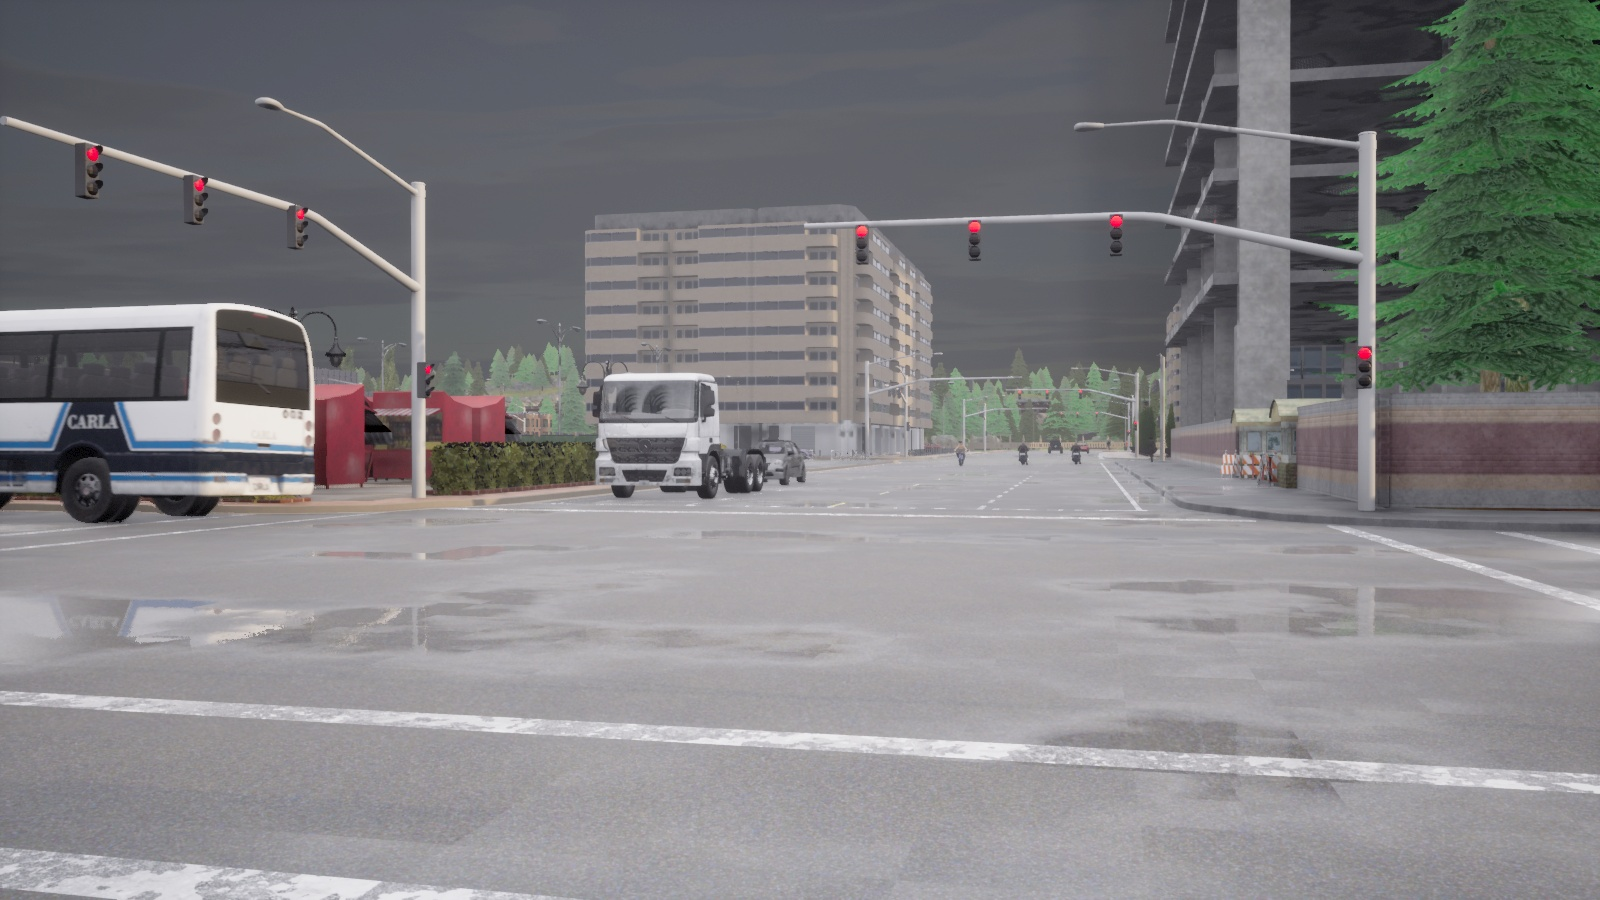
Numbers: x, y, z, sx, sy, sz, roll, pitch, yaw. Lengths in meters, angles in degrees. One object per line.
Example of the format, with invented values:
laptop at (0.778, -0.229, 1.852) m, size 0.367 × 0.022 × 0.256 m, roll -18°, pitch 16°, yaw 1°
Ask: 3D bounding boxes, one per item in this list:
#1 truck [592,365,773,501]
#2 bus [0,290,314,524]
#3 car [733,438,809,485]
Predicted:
truck at (-3.137, -0.441, 36.212) m, size 2.891 × 3.462 × 7.936 m, roll 0°, pitch 0°, yaw 13°
bus at (-15.834, -0.736, 26.085) m, size 10.273 × 4.253 × 3.944 m, roll 0°, pitch -2°, yaw 15°
car at (-0.996, 0.386, 45.672) m, size 1.851 × 1.617 × 3.988 m, roll 0°, pitch 0°, yaw 13°
